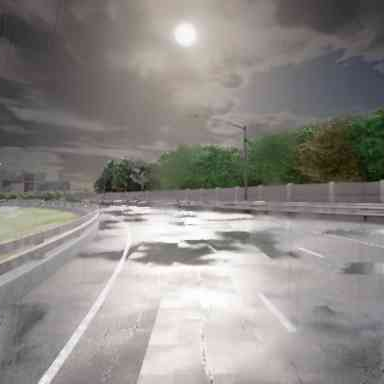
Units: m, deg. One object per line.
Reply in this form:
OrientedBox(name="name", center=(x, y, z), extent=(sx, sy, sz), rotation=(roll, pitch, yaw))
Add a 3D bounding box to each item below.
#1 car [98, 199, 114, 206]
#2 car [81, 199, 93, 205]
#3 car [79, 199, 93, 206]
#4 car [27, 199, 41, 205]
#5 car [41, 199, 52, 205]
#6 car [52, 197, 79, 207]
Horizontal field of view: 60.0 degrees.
OrientedBox(name="car", center=(-18.246, 2.284, 70.479), extent=(2.033, 1.411, 5.357), rotation=(0, -1, -33))
OrientedBox(name="car", center=(-26.664, 2.442, 84.235), extent=(1.837, 1.490, 4.892), rotation=(0, -1, -30))
OrientedBox(name="car", center=(-22.159, 2.297, 68.630), extent=(1.812, 1.442, 4.674), rotation=(0, -1, -42))
OrientedBox(name="car", center=(-37.231, 2.367, 78.473), extent=(4.553, 1.767, 2.097), rotation=(-1, -1, 39))
OrientedBox(name="car", center=(-33.405, 2.506, 79.812), extent=(4.902, 1.511, 2.128), rotation=(-1, -1, 39))
OrientedBox(name="car", center=(-25.695, 2.026, 67.360), extent=(2.150, 2.045, 5.566), rotation=(0, -1, -42))
